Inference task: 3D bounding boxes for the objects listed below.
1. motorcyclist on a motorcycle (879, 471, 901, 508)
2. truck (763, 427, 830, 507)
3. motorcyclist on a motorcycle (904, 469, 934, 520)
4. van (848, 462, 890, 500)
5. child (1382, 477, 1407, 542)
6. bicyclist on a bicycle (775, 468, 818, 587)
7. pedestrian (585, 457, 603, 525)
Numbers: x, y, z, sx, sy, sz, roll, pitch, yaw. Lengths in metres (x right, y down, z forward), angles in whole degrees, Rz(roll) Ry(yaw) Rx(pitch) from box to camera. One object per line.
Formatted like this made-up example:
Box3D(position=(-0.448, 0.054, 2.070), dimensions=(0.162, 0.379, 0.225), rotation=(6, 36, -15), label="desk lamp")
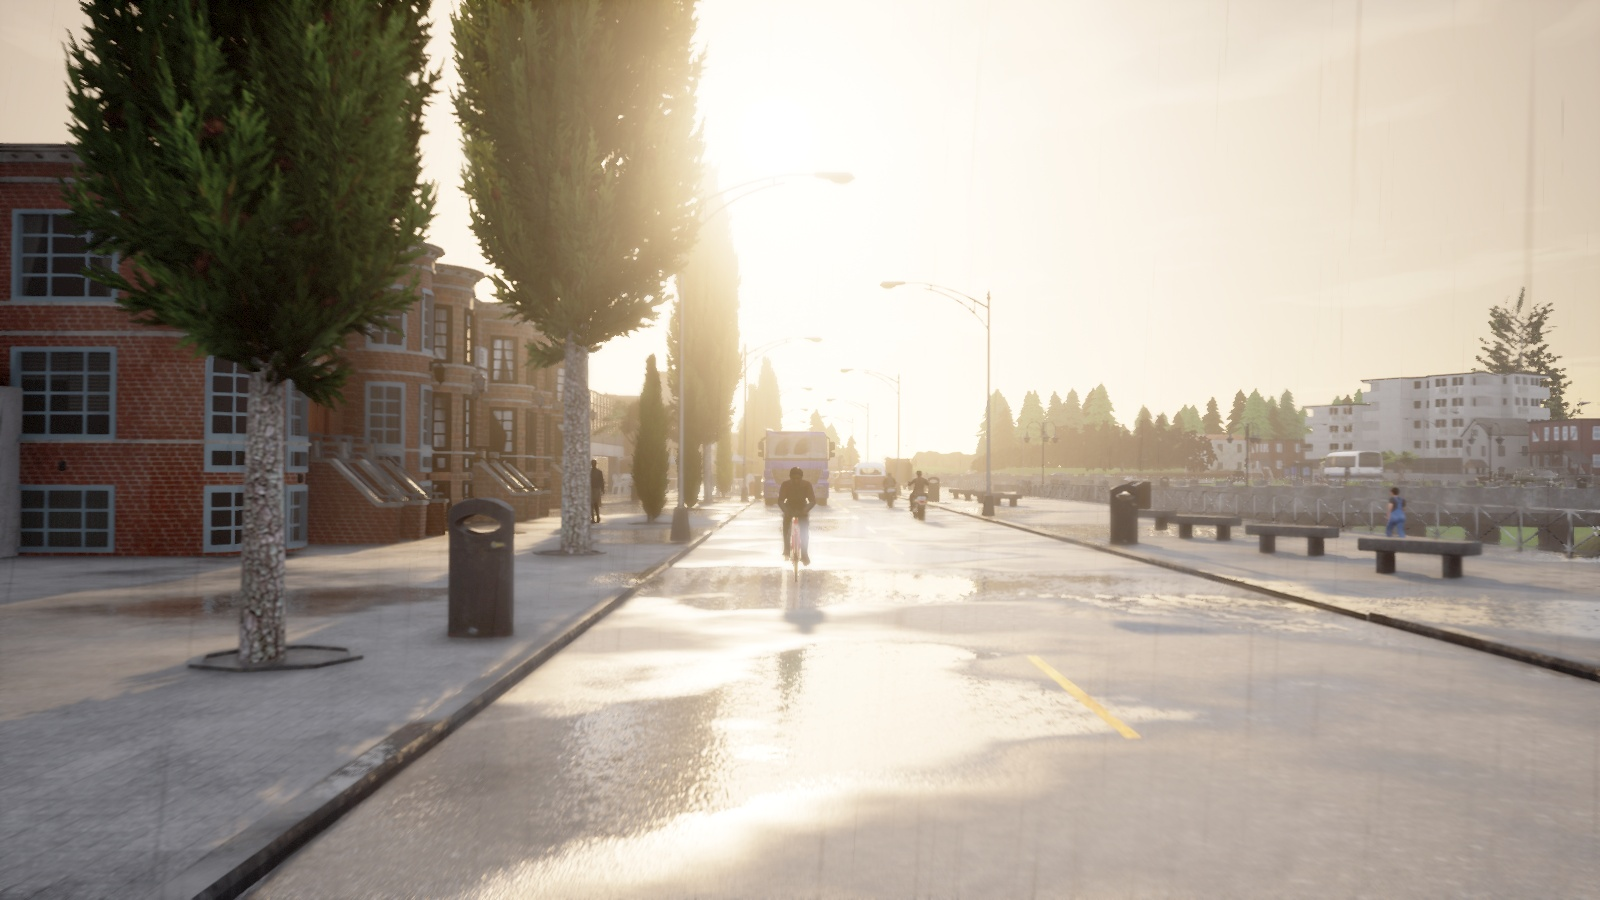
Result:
Box3D(position=(3.859, 1.684, 53.946), dimensions=(0.797, 1.523, 2.044), rotation=(0, -1, 0), label="motorcyclist on a motorcycle")
Box3D(position=(-0.155, 0.809, 58.296), dimensions=(2.891, 3.462, 7.936), rotation=(0, -1, 0), label="truck")
Box3D(position=(3.892, 1.441, 41.283), dimensions=(0.766, 1.649, 2.350), rotation=(0, -1, 0), label="motorcyclist on a motorcycle")
Box3D(position=(3.817, 1.692, 69.816), dimensions=(2.069, 2.038, 4.480), rotation=(0, -1, 0), label="van")
Box3D(position=(11.696, 1.171, 24.695), dimensions=(0.270, 1.263, 0.437), rotation=(0, -1, 1), label="child")
Box3D(position=(-0.047, 1.070, 18.035), dimensions=(0.582, 1.620, 1.656), rotation=(0, -1, 0), label="bicyclist on a bicycle")
Box3D(position=(-5.691, 1.129, 34.735), dimensions=(0.370, 1.835, 0.726), rotation=(0, -1, 1), label="pedestrian")
